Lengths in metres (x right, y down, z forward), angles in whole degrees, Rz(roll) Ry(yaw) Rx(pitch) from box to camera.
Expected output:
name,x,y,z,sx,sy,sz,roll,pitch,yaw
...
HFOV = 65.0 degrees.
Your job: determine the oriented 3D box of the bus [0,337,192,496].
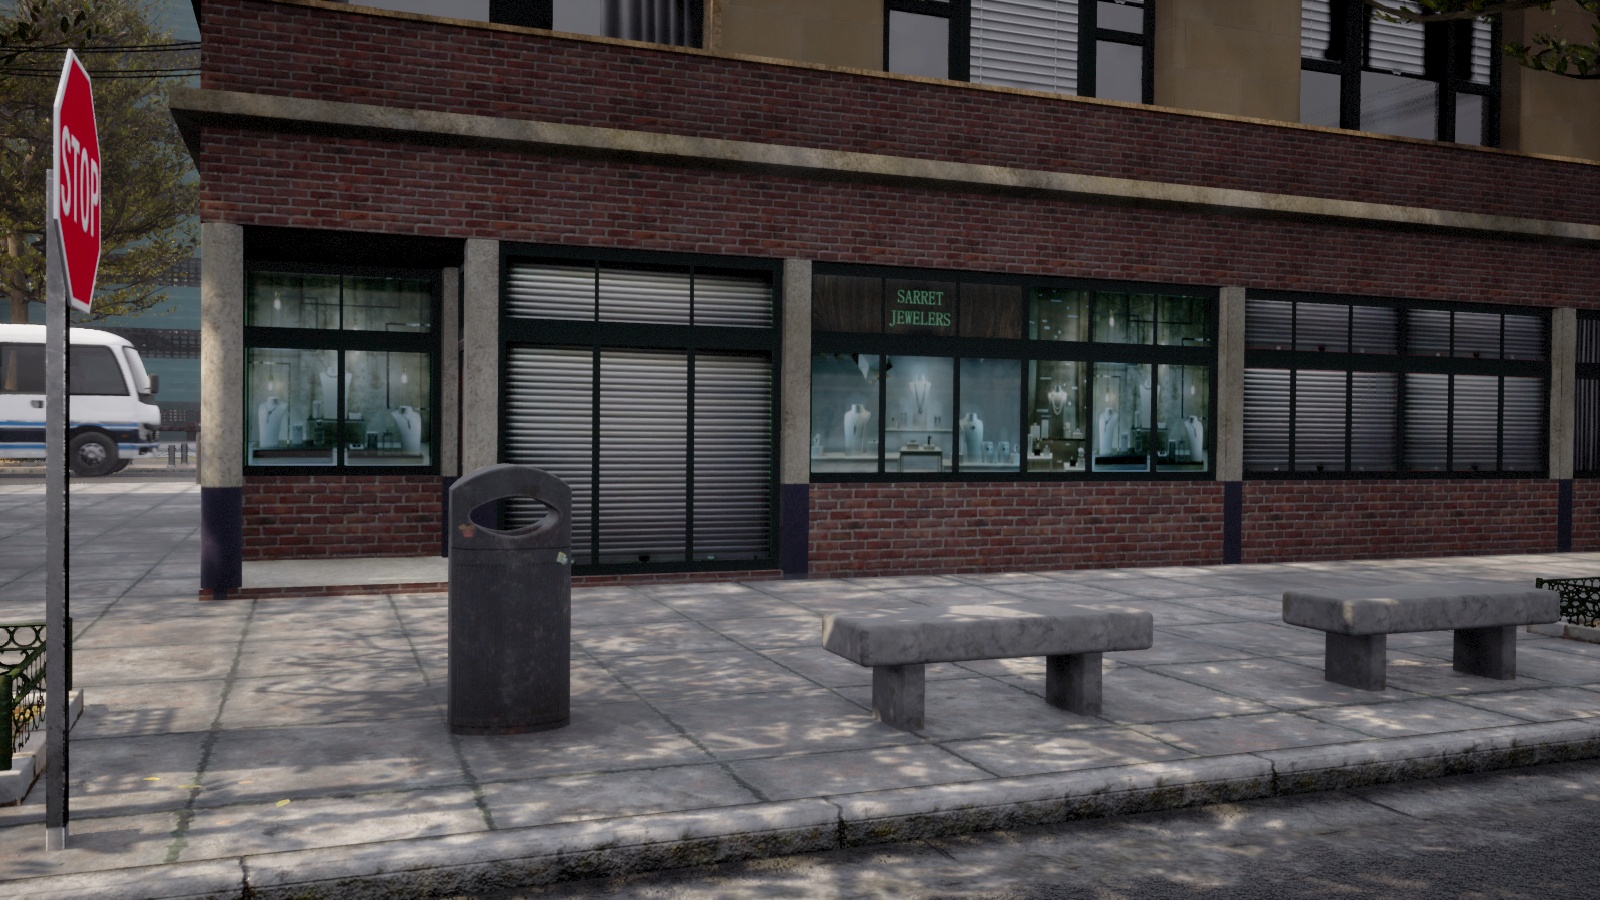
name,x,y,z,sx,sy,sz,roll,pitch,yaw
bus,-22.910,-0.902,35.088,10.273,4.253,3.944,-1,1,-21
